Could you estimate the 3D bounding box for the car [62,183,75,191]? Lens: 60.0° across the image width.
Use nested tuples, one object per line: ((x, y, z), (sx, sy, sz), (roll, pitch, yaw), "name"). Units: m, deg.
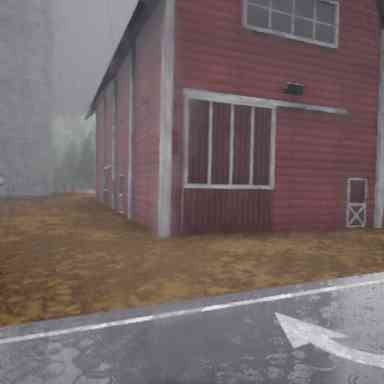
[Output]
((-19.613, -0.763, 52.768), (1.994, 1.381, 4.181), (1, 2, -22), "car")
